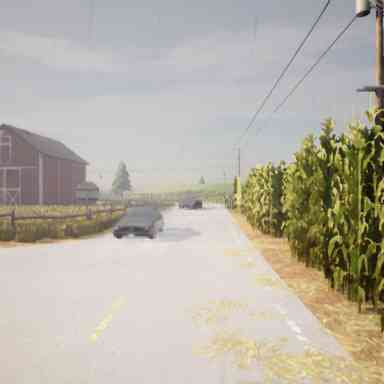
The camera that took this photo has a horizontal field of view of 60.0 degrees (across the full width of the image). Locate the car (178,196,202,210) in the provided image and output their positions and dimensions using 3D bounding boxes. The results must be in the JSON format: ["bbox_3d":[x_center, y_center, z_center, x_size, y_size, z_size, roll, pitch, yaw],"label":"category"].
[{"bbox_3d":[-0.181,1.322,42.620,2.097,1.767,4.553,1,0,17],"label":"car"}]

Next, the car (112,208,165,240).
[{"bbox_3d":[-2.576,1.543,17.401,2.033,1.411,5.357,0,0,3],"label":"car"}]
